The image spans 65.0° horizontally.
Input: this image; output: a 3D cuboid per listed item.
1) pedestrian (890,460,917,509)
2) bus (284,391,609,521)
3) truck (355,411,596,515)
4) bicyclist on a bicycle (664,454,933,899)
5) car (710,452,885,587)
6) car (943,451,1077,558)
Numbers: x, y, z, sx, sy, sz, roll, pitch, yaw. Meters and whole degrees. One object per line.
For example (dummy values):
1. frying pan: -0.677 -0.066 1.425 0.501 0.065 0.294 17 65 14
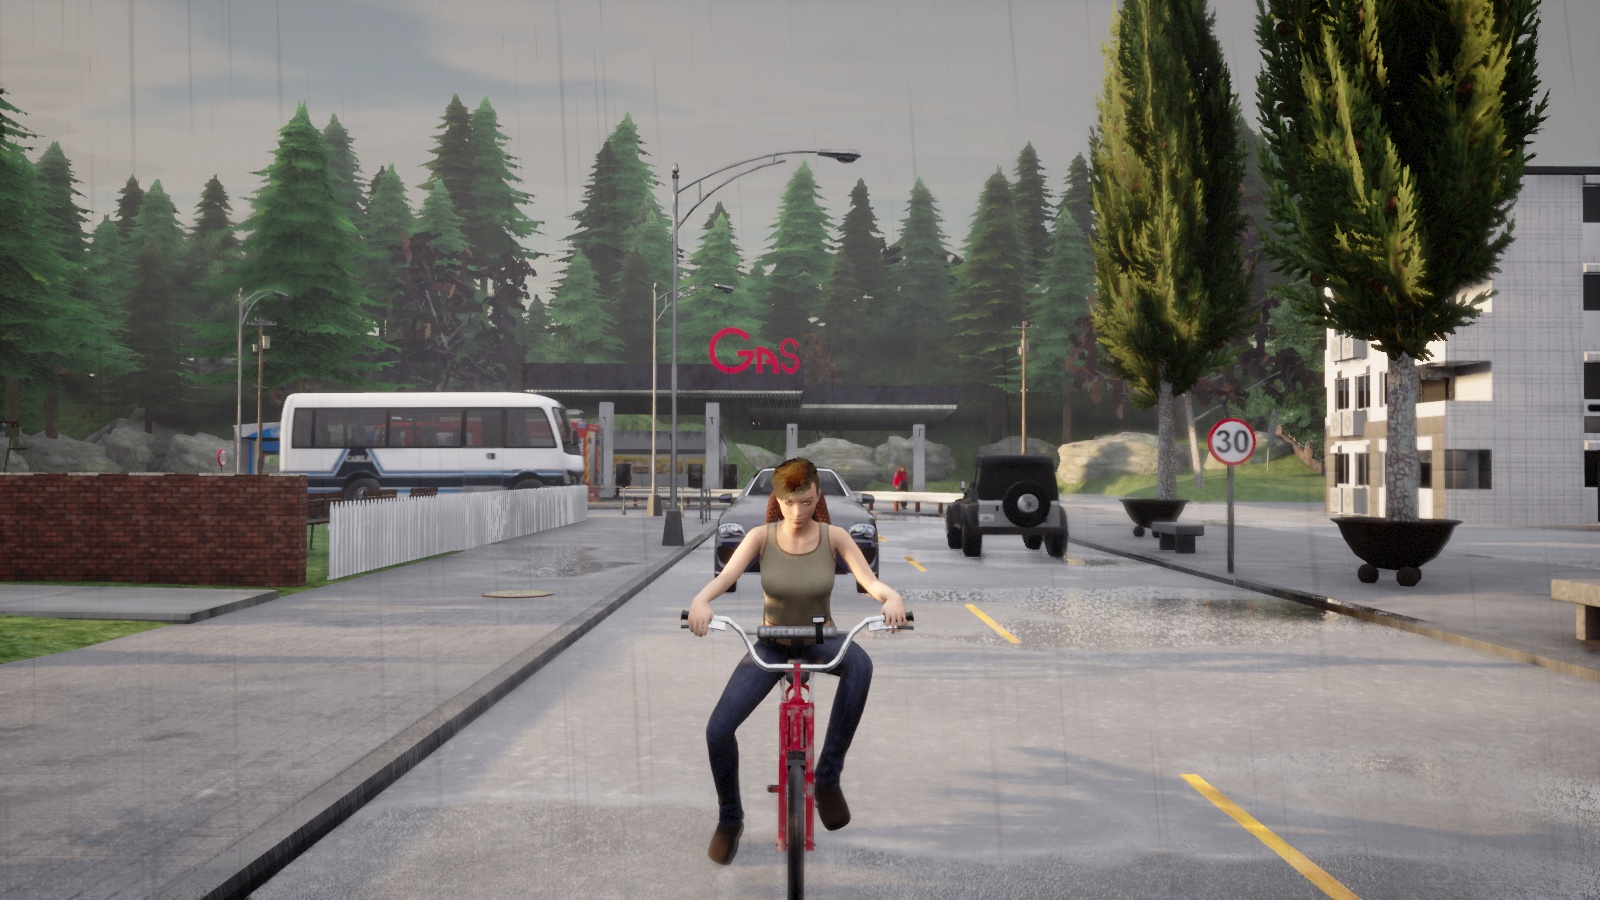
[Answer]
1. pedestrian: 3.945 1.313 48.056 0.634 1.844 0.899 0 -1 -29
2. bus: -12.133 0.224 44.038 10.273 4.253 3.944 -1 -1 0
3. truck: -12.307 0.505 48.117 8.468 3.827 2.891 0 -1 3
4. bicyclist on a bicycle: -0.004 0.832 4.834 0.866 1.612 1.509 0 -1 0
5. car: -0.038 0.894 17.965 2.152 1.651 5.027 0 -1 0
6. car: 3.950 1.001 24.243 1.905 1.878 3.866 0 -1 0
